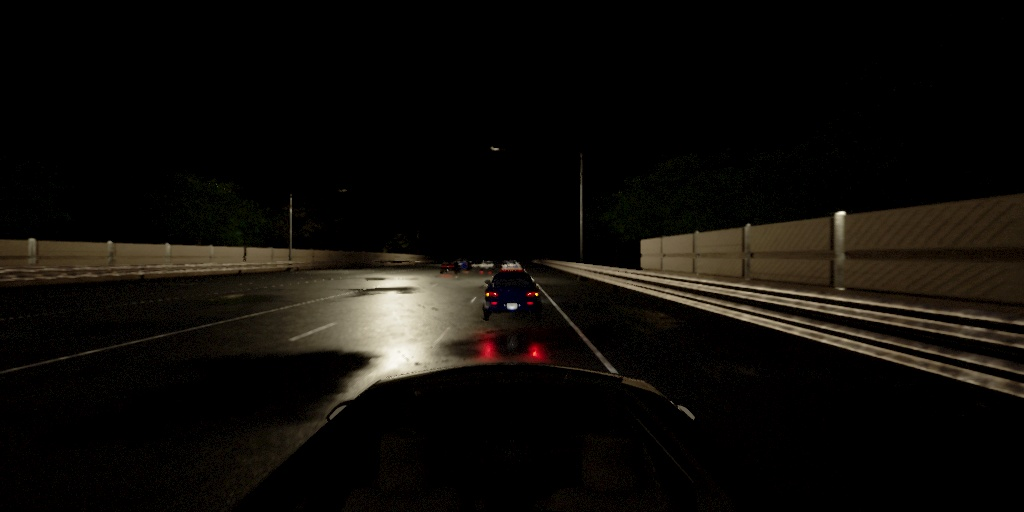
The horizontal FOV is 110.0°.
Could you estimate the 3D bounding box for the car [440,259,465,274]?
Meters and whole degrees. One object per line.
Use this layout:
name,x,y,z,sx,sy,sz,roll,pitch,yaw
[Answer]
car,-6.988,1.278,41.306,1.837,1.490,4.892,0,0,0

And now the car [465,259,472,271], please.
car,-6.925,1.142,51.168,2.097,1.767,4.553,0,0,1

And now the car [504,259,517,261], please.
car,-0.271,1.238,40.536,2.128,1.511,4.902,0,0,2

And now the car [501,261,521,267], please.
car,0.008,1.333,30.559,1.895,1.301,4.718,0,0,0

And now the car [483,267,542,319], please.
car,0.004,1.269,12.579,1.812,1.442,4.674,0,0,0

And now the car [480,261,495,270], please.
car,-3.420,1.372,51.334,1.895,1.301,4.718,0,0,1
